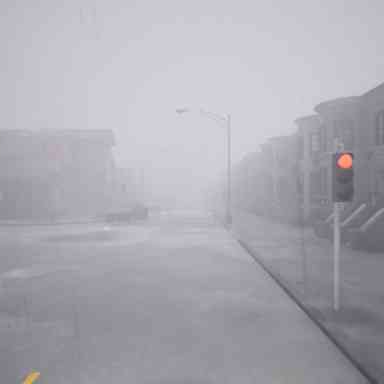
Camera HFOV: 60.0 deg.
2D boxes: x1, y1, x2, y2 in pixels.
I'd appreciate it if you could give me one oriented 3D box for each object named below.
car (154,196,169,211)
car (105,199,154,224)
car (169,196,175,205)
[{"bbox_3d":[-4.158,1.526,39.898,1.812,1.442,4.674,0,0,-1],"label":"car"},{"bbox_3d":[-4.672,1.477,24.799,1.882,1.535,5.008,0,0,11],"label":"car"},{"bbox_3d":[-4.129,1.507,61.262,1.837,1.490,4.892,0,-1,0],"label":"car"}]
